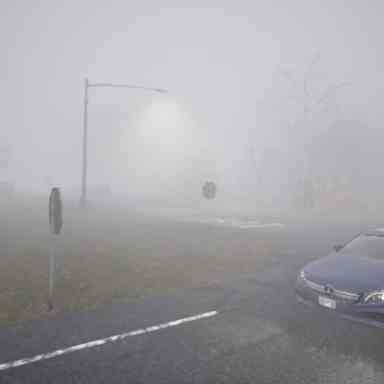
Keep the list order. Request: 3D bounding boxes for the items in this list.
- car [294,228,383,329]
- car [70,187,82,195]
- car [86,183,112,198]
[{"bbox_3d":[4.100,1.516,6.763,4.674,1.442,1.812,-1,1,-35],"label":"car"},{"bbox_3d":[-19.937,-0.258,58.211,1.994,1.385,4.181,1,1,-36],"label":"car"},{"bbox_3d":[-13.878,-0.265,49.754,2.150,2.045,5.566,1,1,-36],"label":"car"}]
